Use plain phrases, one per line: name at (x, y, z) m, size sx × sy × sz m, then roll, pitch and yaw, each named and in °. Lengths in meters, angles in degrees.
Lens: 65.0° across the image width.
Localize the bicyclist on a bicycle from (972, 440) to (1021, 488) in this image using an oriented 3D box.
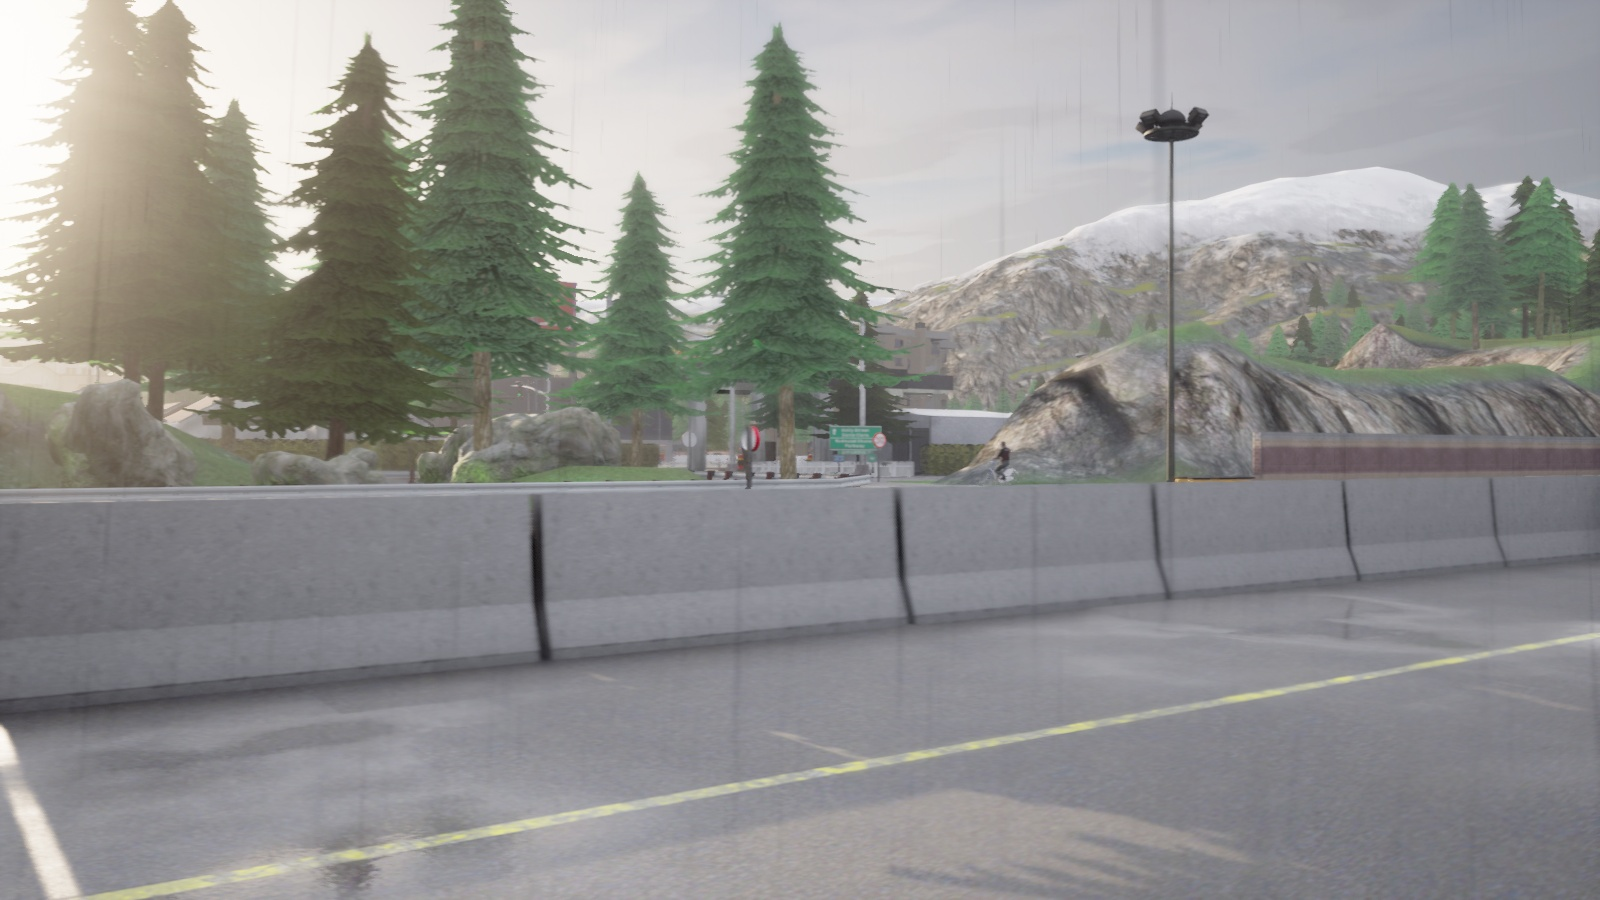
bicyclist on a bicycle at (7.359, 0.519, 47.108) m, size 0.659 × 1.776 × 1.843 m, roll 0°, pitch 0°, yaw -39°
